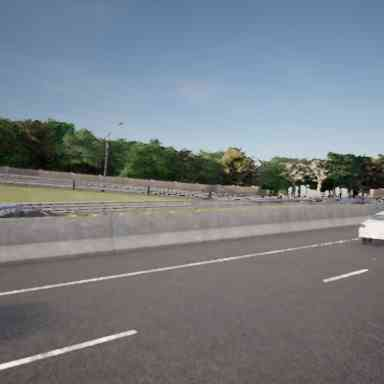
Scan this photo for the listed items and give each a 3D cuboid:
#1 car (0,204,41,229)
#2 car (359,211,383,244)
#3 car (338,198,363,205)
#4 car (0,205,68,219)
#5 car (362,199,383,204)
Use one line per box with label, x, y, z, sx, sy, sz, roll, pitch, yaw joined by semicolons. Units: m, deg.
car;-12.273;1.527;21.031;4.674;1.442;1.812;0;0;-35
car;9.107;1.535;14.528;4.674;1.442;1.812;0;0;-35
car;22.188;1.554;45.558;5.357;1.411;2.033;0;0;-35
car;-8.223;1.506;15.322;4.892;1.490;1.837;0;0;-35
car;24.450;1.607;42.871;4.718;1.301;1.895;0;0;-35
